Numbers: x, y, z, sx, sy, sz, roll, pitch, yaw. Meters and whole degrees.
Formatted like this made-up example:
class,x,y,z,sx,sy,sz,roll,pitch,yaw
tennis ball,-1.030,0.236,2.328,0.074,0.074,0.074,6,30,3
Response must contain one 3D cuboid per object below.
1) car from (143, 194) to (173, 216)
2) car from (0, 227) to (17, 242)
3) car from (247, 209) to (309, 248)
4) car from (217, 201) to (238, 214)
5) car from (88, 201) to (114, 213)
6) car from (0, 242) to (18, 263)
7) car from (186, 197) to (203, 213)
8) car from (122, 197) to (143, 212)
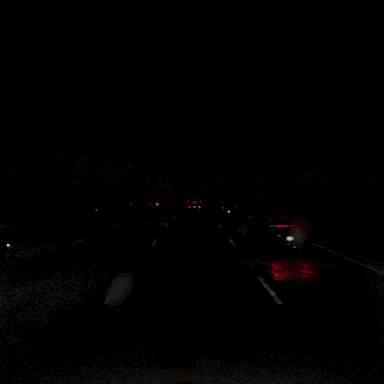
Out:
class,x,y,z,sx,sy,sz,roll,pitch,yaw
car,-3.244,1.256,33.799,2.150,2.045,5.566,0,0,0
car,-6.858,1.361,9.235,2.097,1.767,4.553,0,0,0
car,3.668,1.508,14.815,2.128,1.511,4.902,0,0,0
car,3.766,1.640,35.937,1.895,1.301,4.718,0,0,0
car,-10.222,1.642,37.874,1.895,1.301,4.718,0,0,0
car,-3.394,1.495,2.237,2.128,1.511,4.902,0,0,0
car,0.272,1.587,36.732,2.033,1.411,5.357,0,0,0
car,-6.714,1.393,38.801,2.097,1.767,4.553,0,0,1
